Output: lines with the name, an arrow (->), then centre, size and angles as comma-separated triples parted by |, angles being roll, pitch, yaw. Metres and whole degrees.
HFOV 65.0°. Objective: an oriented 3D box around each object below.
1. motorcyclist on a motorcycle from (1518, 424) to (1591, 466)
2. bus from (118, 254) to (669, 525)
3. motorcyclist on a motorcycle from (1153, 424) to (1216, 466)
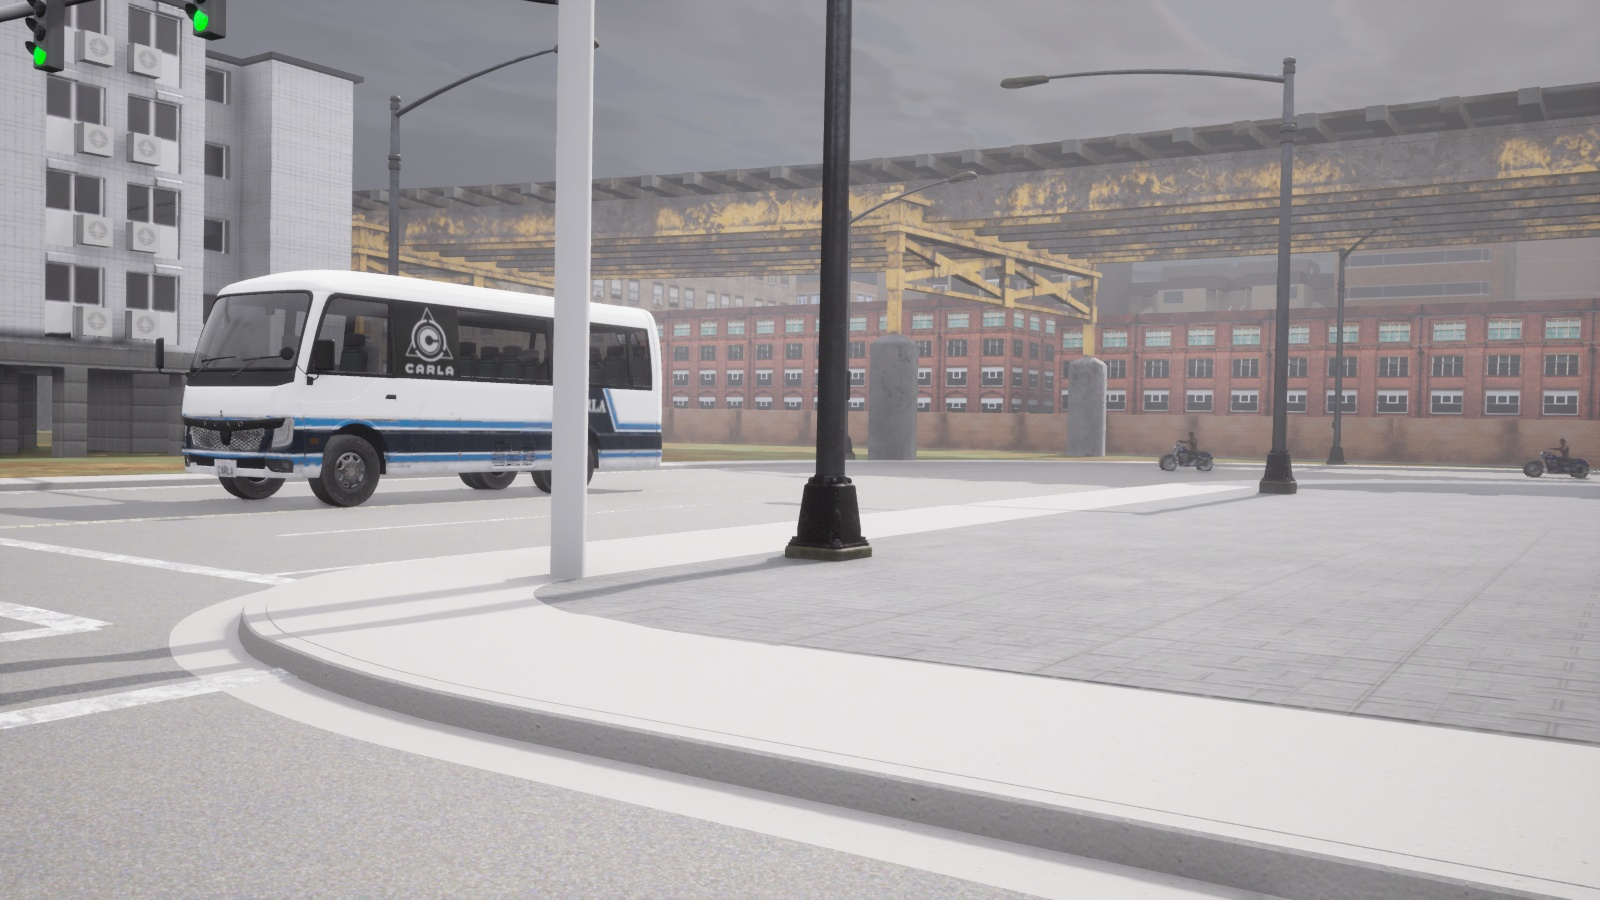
motorcyclist on a motorcycle -> 29.980, -0.209, 49.935 | 2.350, 1.649, 0.766 | 0, 2, 13
bus -> -7.391, -1.054, 25.062 | 3.944, 4.253, 10.273 | 1, 1, 33
motorcyclist on a motorcycle -> 15.123, -0.211, 49.405 | 2.350, 1.649, 0.766 | 0, 2, -16
